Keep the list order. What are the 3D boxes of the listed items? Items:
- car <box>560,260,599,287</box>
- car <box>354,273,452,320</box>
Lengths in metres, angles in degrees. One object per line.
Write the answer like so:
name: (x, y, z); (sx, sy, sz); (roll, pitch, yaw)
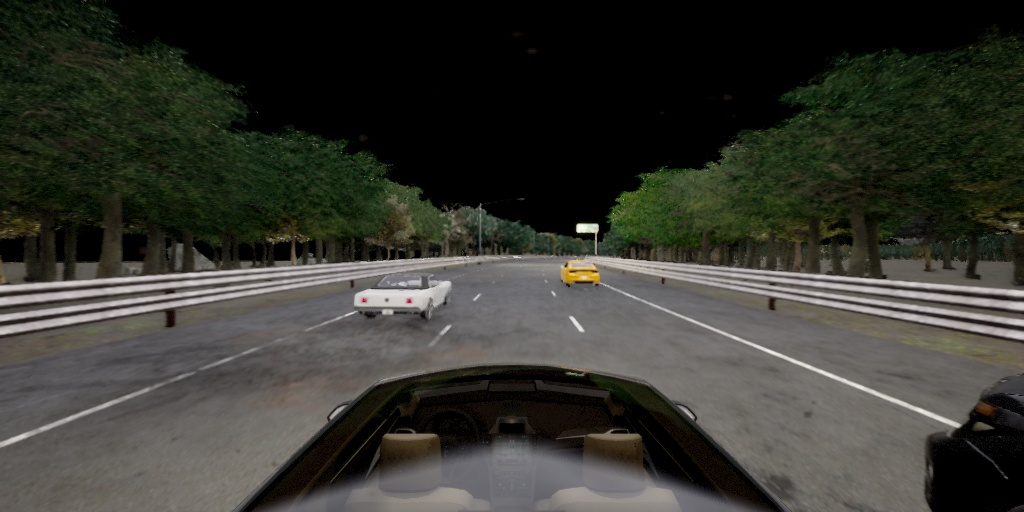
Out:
car: (4.092, 0.999, 22.167); (1.882, 1.535, 5.008); (0, 1, 3)
car: (-3.303, 1.209, 11.925); (1.895, 1.301, 4.718); (0, 1, 1)
